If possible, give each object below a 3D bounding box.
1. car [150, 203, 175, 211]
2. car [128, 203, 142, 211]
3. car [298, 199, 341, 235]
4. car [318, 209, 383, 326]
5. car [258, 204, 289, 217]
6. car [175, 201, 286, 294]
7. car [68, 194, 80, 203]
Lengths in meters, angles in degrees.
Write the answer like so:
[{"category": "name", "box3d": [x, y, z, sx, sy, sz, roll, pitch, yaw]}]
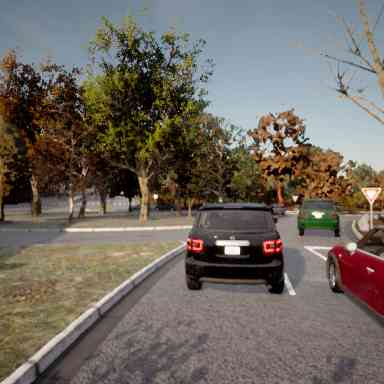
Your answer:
[{"category": "car", "box3d": [-4.188, 2.629, 56.938, 4.892, 1.490, 1.837, -1, -2, 26]}, {"category": "car", "box3d": [-8.912, 2.765, 60.698, 5.357, 1.411, 2.033, 0, -1, 1]}, {"category": "car", "box3d": [7.652, 1.420, 19.996, 2.150, 2.045, 5.566, -1, -1, 22]}, {"category": "car", "box3d": [4.032, 1.366, 6.001, 2.097, 1.767, 4.553, 0, 0, 6]}, {"category": "car", "box3d": [9.963, 2.218, 41.068, 2.128, 1.511, 4.902, 0, -1, -5]}, {"category": "car", "box3d": [1.211, 1.266, 9.166, 2.150, 2.045, 5.566, 0, -1, 9]}, {"category": "car", "box3d": [-31.236, 1.974, 86.943, 1.946, 1.575, 5.366, 0, 2, -11]}]
